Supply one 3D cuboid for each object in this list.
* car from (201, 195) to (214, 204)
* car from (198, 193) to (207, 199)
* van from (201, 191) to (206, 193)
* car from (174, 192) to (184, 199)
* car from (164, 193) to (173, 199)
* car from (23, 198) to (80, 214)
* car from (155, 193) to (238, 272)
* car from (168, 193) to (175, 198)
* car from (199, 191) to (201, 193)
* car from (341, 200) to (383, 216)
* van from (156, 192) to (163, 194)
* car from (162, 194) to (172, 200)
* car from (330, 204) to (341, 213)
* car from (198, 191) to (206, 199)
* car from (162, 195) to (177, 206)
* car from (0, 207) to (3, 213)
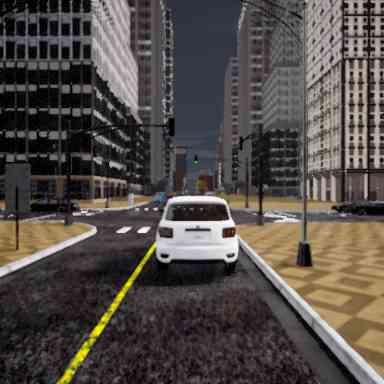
[{"bbox_3d":[2.551,1.197,55.653,1.887,1.381,4.507,0,0,0],"label":"car"},{"bbox_3d":[2.601,1.021,83.345,1.887,1.381,4.507,0,0,0],"label":"car"},{"bbox_3d":[2.628,1.028,50.113,1.690,1.788,3.998,0,0,0],"label":"van"},{"bbox_3d":[-3.102,0.842,79.815,2.097,1.767,4.553,0,0,0],"label":"car"},{"bbox_3d":[-5.779,1.027,83.367,2.008,1.369,4.403,0,0,0],"label":"car"},{"bbox_3d":[-13.231,1.275,30.853,5.357,1.411,2.033,0,0,-6],"label":"car"},{"bbox_3d":[0.091,1.153,10.686,2.150,2.045,5.566,0,0,-1],"label":"car"},{"bbox_3d":[-5.749,0.987,94.446,1.802,1.307,4.206,0,0,0],"label":"car"},{"bbox_3d":[2.588,0.827,77.805,2.192,1.841,5.009,0,0,0],"label":"car"},{"bbox_3d":[16.984,1.548,31.126,4.718,1.301,1.895,0,0,-1],"label":"car"},{"bbox_3d":[-5.837,0.958,61.210,1.690,1.788,3.998,0,0,0],"label":"van"},{"bbox_3d":[-5.794,1.077,77.828,1.947,1.339,4.313,0,0,0],"label":"car"},{"bbox_3d":[17.271,1.491,34.382,5.357,1.411,2.033,0,0,-1],"label":"car"},{"bbox_3d":[2.617,0.756,88.884,2.192,1.841,5.009,0,0,0],"label":"car"},{"bbox_3d":[-3.266,1.218,49.150,1.812,1.442,4.674,0,0,0],"label":"car"},{"bbox_3d":[-18.383,1.241,26.892,5.357,1.411,2.033,0,0,-1],"label":"car"}]
